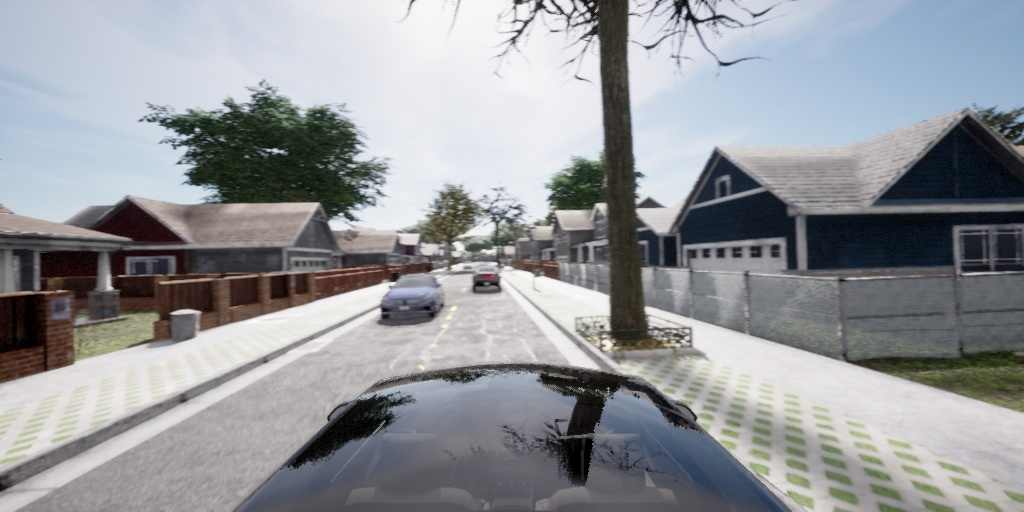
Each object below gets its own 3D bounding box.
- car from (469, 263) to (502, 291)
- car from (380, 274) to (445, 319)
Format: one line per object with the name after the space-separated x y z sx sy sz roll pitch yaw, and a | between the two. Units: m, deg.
-1.707 1.425 24.003 1.837 1.490 4.892 -1 0 -5 | car
-3.686 1.442 13.931 1.812 1.442 4.674 -1 0 -5 | car
